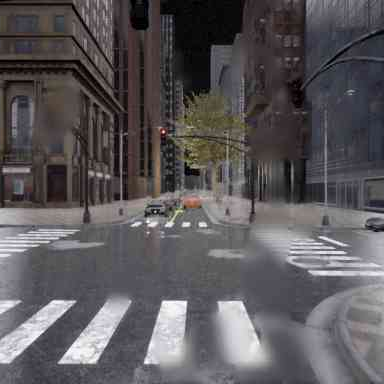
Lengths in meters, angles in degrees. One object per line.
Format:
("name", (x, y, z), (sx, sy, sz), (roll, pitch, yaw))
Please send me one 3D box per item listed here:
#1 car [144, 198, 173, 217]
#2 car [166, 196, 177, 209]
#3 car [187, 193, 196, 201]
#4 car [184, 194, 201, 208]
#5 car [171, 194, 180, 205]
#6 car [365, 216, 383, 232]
("car", (-3.128, 1.490, 30.310), (1.994, 1.385, 4.181), (0, 0, 0))
("car", (-3.136, 1.470, 39.103), (1.895, 1.301, 4.718), (0, 0, 0))
("car", (-0.028, 1.064, 70.686), (1.882, 1.535, 5.008), (0, 1, 0))
("car", (0.056, 1.182, 44.684), (2.097, 1.767, 4.553), (0, 0, 0))
("car", (-3.143, 1.394, 49.439), (1.895, 1.301, 4.718), (0, 0, 0))
("car", (11.910, 1.632, 18.363), (4.403, 1.369, 2.008), (0, 0, 0))
